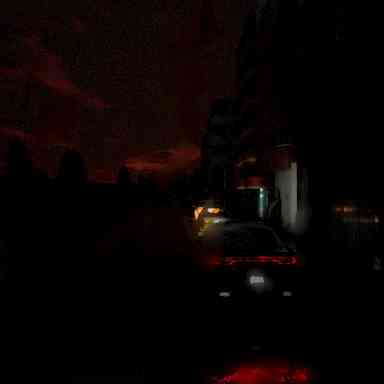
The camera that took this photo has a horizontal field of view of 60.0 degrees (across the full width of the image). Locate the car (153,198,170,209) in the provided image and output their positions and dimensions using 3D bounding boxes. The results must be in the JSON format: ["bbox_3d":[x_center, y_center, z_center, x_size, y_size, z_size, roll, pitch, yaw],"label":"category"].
[{"bbox_3d":[-4.099,1.564,45.086,1.994,1.385,4.181,0,0,0],"label":"car"}]

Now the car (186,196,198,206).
[{"bbox_3d":[0.000,1.505,56.686,1.837,1.490,4.892,0,0,0],"label":"car"}]

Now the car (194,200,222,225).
[{"bbox_3d":[1.200,1.456,18.751,1.801,1.575,5.366,0,0,0],"label":"car"}]

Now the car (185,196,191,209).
[{"bbox_3d":[0.025,1.491,44.505,2.128,1.511,4.902,0,0,1],"label":"car"}]

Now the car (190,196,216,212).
[{"bbox_3d":[1.147,1.300,24.532,2.097,1.767,4.553,-3,0,0],"label":"car"}]

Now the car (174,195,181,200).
[{"bbox_3d":[-4.000,1.547,90.750,2.033,1.411,5.357,0,0,0],"label":"car"}]

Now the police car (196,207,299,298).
[{"bbox_3d":[1.188,1.420,8.673,1.930,1.638,5.238,0,0,0],"label":"police car"}]
